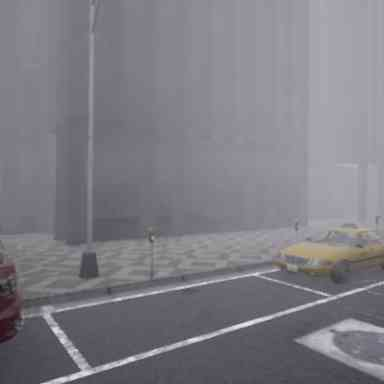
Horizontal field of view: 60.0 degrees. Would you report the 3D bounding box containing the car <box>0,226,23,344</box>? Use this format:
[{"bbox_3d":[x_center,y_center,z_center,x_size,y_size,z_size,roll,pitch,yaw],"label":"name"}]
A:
[{"bbox_3d":[-4.515,1.293,3.429,5.009,1.841,2.192,1,-1,-36],"label":"car"}]

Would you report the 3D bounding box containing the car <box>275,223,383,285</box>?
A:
[{"bbox_3d":[4.521,1.641,9.875,4.829,1.417,1.752,1,-1,-36],"label":"car"}]
